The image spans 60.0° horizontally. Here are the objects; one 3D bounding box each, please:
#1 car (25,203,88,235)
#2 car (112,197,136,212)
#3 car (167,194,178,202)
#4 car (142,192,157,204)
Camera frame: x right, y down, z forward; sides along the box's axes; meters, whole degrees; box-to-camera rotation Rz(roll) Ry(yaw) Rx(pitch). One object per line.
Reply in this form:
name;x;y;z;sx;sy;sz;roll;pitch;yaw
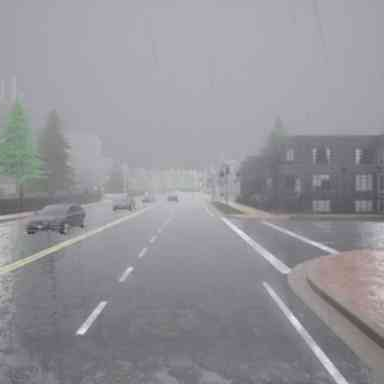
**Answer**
car;-7.103;1.384;17.934;1.837;1.490;4.892;0;0;0
car;-7.097;1.269;35.225;1.837;1.490;4.892;0;0;0
car;-3.504;1.067;61.103;1.882;1.535;5.008;0;0;0
car;-7.006;1.199;55.231;1.994;1.385;4.181;0;0;0
